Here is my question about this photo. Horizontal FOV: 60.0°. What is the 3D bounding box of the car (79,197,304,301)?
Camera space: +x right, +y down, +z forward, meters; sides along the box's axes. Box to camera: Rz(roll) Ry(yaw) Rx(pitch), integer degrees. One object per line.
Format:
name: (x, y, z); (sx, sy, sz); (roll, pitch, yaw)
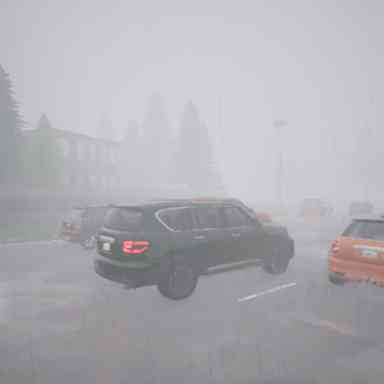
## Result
car: (0.297, 1.222, 8.594); (5.566, 2.045, 2.150); (0, 0, -39)

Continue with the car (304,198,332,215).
car: (11.657, 1.350, 31.099); (2.097, 1.767, 4.553); (0, 0, 34)

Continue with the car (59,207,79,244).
car: (-3.343, 1.352, 14.772); (4.553, 1.767, 2.097); (0, 0, -40)

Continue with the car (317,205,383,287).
car: (5.398, 1.351, 8.481); (4.553, 1.767, 2.097); (0, 0, -41)

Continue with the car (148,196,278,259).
car: (1.092, 1.221, 13.890); (5.566, 2.045, 2.150); (0, 0, -42)

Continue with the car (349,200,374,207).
car: (15.956, 1.488, 31.449); (2.128, 1.511, 4.902); (0, 0, 30)
